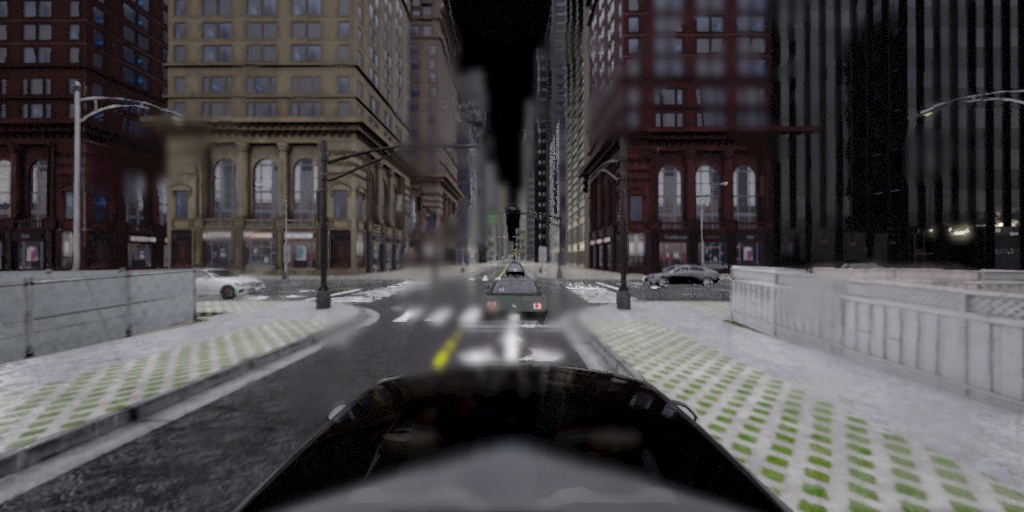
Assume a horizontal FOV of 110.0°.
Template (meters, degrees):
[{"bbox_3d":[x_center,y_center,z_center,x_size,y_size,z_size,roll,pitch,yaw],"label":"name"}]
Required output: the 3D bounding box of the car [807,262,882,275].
[{"bbox_3d":[22.125,1.183,23.905,4.553,1.767,2.097,0,0,1],"label":"car"}]

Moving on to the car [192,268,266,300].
[{"bbox_3d":[-14.606,1.302,17.443,4.674,1.442,1.812,0,0,2],"label":"car"}]

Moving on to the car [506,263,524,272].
[{"bbox_3d":[0.365,1.461,40.128,1.994,1.385,4.181,0,0,0],"label":"car"}]

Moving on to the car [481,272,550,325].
[{"bbox_3d":[0.104,1.382,11.874,1.895,1.301,4.718,0,0,0],"label":"car"}]

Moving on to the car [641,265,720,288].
[{"bbox_3d":[11.210,1.317,23.954,4.902,1.511,2.128,0,0,0],"label":"car"}]
